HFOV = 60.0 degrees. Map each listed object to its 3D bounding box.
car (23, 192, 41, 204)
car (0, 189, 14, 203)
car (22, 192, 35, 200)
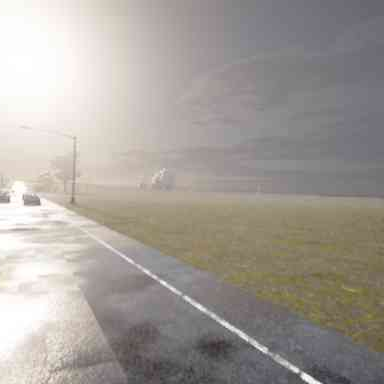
[{"bbox_3d":[-21.856,0.945,45.499,1.994,1.385,4.181,2,0,-27],"label":"car"},{"bbox_3d":[-26.370,0.590,46.292,2.097,1.767,4.553,2,0,-27],"label":"car"},{"bbox_3d":[-29.688,0.700,60.460,2.033,1.411,5.357,2,0,-27],"label":"car"}]
